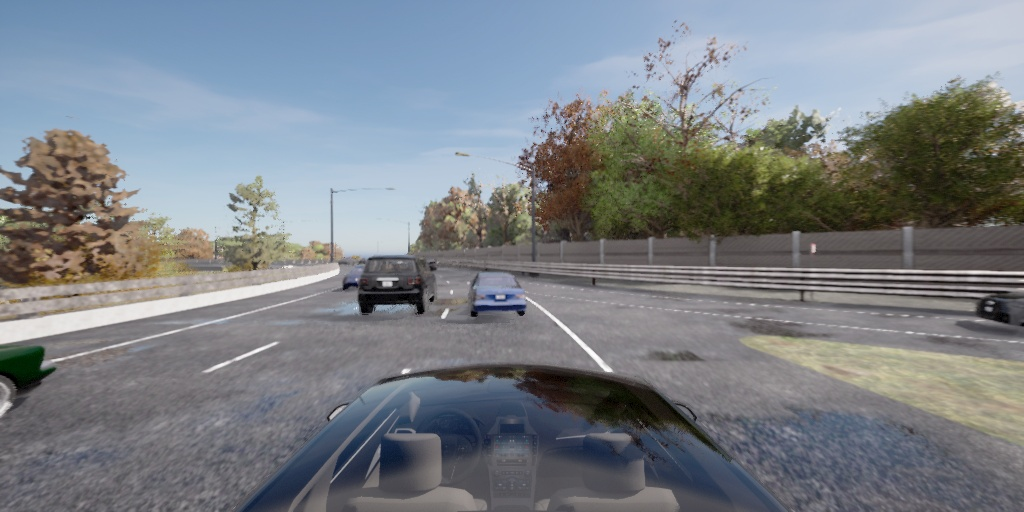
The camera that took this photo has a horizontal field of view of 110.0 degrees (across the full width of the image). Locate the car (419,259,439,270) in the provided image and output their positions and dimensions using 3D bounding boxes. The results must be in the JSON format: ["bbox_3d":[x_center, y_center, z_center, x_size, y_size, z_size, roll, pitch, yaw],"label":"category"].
[{"bbox_3d":[-11.971,1.206,51.490,1.837,1.490,4.892,0,0,-25],"label":"car"}]

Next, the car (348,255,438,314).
[{"bbox_3d":[-4.223,0.967,13.914,2.150,2.045,5.566,0,0,-7],"label":"car"}]

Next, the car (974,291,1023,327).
[{"bbox_3d":[14.297,1.217,8.416,4.181,1.385,1.994,0,0,33],"label":"car"}]

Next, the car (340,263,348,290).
[{"bbox_3d":[-9.281,1.317,22.772,1.994,1.385,4.181,0,0,-11],"label":"car"}]

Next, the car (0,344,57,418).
[{"bbox_3d":[-7.044,1.389,2.625,1.895,1.301,4.718,0,0,-1],"label":"car"}]

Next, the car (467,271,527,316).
[{"bbox_3d":[-0.665,1.274,13.294,2.033,1.411,5.357,0,0,-7],"label":"car"}]
